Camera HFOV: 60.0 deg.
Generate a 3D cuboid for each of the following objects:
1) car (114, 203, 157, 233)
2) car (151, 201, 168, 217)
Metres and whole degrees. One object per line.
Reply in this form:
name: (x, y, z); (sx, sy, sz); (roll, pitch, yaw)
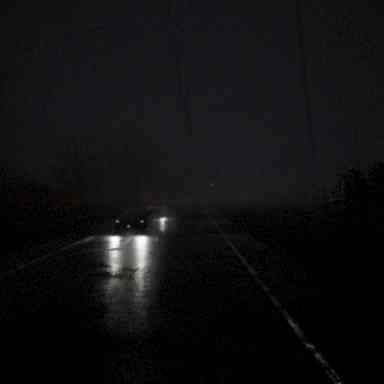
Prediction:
car: (-3.504, 1.646, 20.755); (1.812, 1.442, 4.674); (0, -1, 0)
car: (-3.507, 1.676, 34.414); (1.882, 1.535, 5.008); (0, -1, 0)
